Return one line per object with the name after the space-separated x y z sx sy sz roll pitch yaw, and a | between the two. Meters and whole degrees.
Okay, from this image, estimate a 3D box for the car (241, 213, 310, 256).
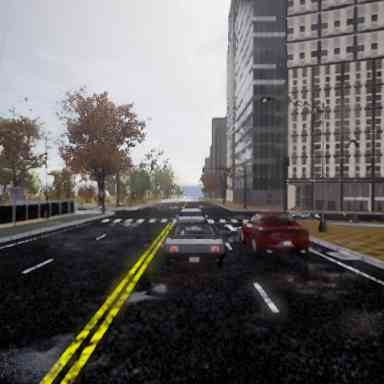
3.251 1.615 13.792 1.882 1.535 5.008 0 0 0 | car

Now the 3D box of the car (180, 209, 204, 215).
-0.003 1.746 20.215 2.033 1.411 5.357 0 -1 0 | car

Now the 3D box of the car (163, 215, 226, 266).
0.078 1.718 11.975 1.895 1.301 4.718 0 -1 0 | car
